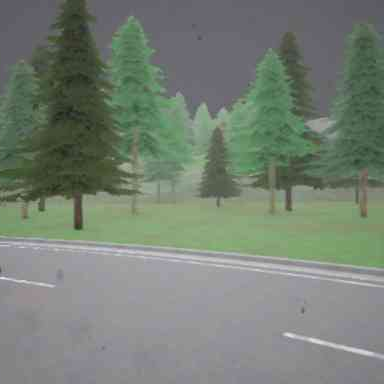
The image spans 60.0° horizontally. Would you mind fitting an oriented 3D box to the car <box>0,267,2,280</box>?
[{"bbox_3d":[-6.745,1.498,7.254,5.357,1.411,2.033,0,1,21],"label":"car"}]
